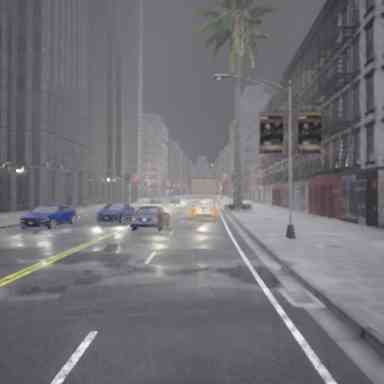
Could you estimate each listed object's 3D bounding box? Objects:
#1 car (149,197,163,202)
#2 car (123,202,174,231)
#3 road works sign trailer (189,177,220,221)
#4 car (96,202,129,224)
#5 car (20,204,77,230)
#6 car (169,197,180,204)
[{"bbox_3d":[-6.805,1.710,63.238,1.994,1.385,4.181,0,0,4],"label":"car"},{"bbox_3d":[-2.529,1.604,21.090,2.033,1.411,5.357,0,0,3],"label":"car"},{"bbox_3d":[0.986,0.541,27.784,2.380,3.560,2.880,0,0,3],"label":"road works sign trailer"},{"bbox_3d":[-5.753,1.544,25.440,1.882,1.535,5.008,0,0,3],"label":"car"},{"bbox_3d":[-9.204,1.531,21.730,1.882,1.535,5.008,0,0,3],"label":"car"},{"bbox_3d":[-3.389,1.698,65.892,2.033,1.411,5.357,0,0,3],"label":"car"}]
